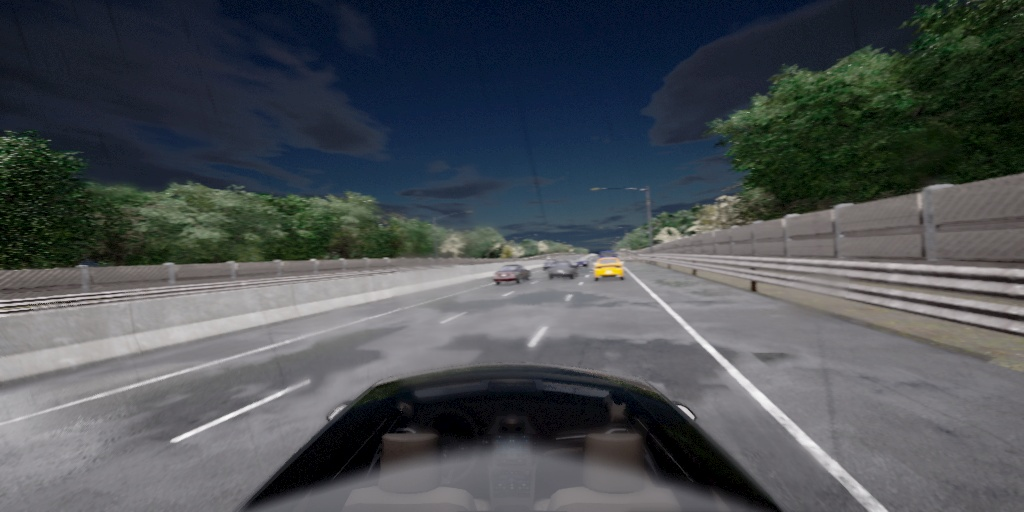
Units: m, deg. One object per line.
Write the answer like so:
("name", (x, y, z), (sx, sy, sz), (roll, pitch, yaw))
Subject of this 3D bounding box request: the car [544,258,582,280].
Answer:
("car", (4.213, 1.116, 28.961), (1.994, 1.385, 4.181), (-4, 0, 15))

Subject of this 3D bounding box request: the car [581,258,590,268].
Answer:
("car", (9.411, 0.952, 48.339), (1.895, 1.301, 4.718), (-4, -1, 15))

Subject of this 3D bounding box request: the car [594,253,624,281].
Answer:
("car", (6.886, 0.846, 25.534), (1.882, 1.535, 5.008), (-4, 0, 15))

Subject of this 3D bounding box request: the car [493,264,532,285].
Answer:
("car", (0.108, 1.346, 27.222), (2.033, 1.411, 5.357), (-4, 0, 15))

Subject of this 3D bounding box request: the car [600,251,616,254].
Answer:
("car", (11.282, 0.401, 41.954), (2.150, 2.045, 5.566), (-4, 0, 15))
